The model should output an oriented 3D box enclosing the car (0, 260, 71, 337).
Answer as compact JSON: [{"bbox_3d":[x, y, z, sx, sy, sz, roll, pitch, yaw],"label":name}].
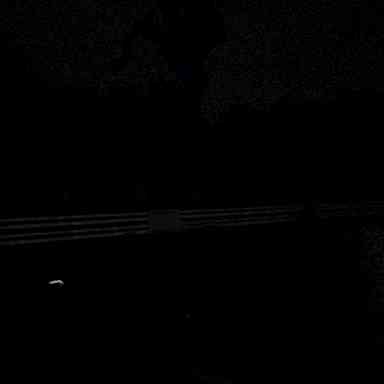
[{"bbox_3d":[-4.287,1.528,4.961,4.674,1.442,1.812,0,0,-35],"label":"car"}]

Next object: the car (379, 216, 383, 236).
[{"bbox_3d":[10.587,1.346,15.230,5.008,1.535,1.882,-1,0,-34],"label":"car"}]
